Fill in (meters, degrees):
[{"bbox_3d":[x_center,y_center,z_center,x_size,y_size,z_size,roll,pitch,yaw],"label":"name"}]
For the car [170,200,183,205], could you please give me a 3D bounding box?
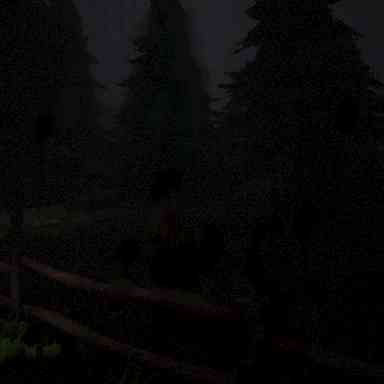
[{"bbox_3d":[-2.726,1.585,37.117,4.181,1.385,1.994,0,0,-13],"label":"car"}]
